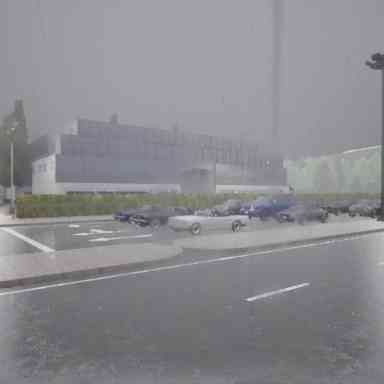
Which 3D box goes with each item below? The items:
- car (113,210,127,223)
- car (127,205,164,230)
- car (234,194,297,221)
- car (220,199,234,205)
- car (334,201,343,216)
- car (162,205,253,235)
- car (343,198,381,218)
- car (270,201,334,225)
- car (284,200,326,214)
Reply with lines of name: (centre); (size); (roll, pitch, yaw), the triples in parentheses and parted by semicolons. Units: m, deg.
car: (-3.317, 1.601, 24.455); (4.718, 1.301, 1.895); (0, 0, -36)
car: (-1.431, 1.601, 21.511); (4.718, 1.301, 1.895); (0, 0, -36)
car: (6.411, 1.221, 27.158); (5.566, 2.045, 2.150); (0, 0, -36)
car: (3.879, 1.352, 29.643); (4.553, 1.767, 2.097); (0, 0, -36)
car: (14.565, 1.601, 33.111); (4.718, 1.301, 1.895); (0, 0, -36)
car: (0.936, 1.601, 18.904); (4.718, 1.301, 1.895); (0, 0, -36)
car: (16.046, 1.352, 29.859); (4.553, 1.767, 2.097); (0, 0, -36)
car: (7.955, 1.564, 23.952); (4.181, 1.385, 1.994); (0, 0, -36)
car: (12.189, 1.601, 35.710); (4.718, 1.301, 1.895); (0, 0, -36)
